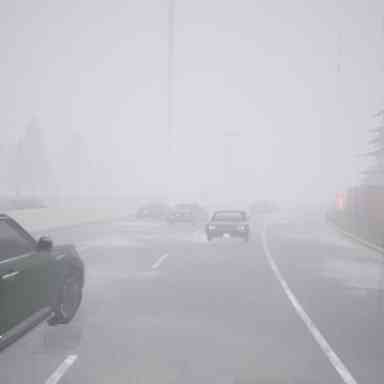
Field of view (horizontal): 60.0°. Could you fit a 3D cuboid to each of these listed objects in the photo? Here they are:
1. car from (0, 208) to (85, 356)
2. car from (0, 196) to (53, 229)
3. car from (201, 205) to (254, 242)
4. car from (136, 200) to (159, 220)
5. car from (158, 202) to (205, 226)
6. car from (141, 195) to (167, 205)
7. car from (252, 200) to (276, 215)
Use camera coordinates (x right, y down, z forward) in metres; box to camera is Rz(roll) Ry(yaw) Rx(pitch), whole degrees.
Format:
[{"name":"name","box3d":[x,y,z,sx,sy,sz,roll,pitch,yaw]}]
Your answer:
[{"name":"car","box3d":[-3.192,1.190,3.908,2.150,2.045,5.566,0,0,3]},{"name":"car","box3d":[-11.389,1.205,21.589,2.097,1.767,4.553,0,0,14]},{"name":"car","box3d":[1.885,1.529,16.190,1.895,1.301,4.718,0,0,11]},{"name":"car","box3d":[-2.762,1.427,26.175,1.994,1.385,4.181,0,0,16]},{"name":"car","box3d":[-0.210,1.437,22.650,2.033,1.411,5.357,0,0,15]},{"name":"car","box3d":[-6.063,1.243,54.065,1.812,1.442,4.674,0,0,30]},{"name":"car","box3d":[7.007,1.432,32.777,1.994,1.385,4.181,0,0,22]}]
